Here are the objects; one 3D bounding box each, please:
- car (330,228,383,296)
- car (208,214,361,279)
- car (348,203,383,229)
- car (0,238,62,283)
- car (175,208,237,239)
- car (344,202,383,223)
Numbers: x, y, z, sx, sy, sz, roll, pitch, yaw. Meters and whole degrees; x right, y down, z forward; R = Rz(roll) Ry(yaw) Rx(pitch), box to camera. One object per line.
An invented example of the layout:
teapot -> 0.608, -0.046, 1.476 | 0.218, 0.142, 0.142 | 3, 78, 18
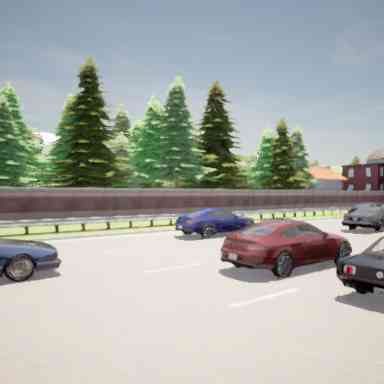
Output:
car -> 5.428, 1.629, 7.620 | 4.718, 1.301, 1.895 | 0, 0, -36
car -> 2.956, 1.552, 10.154 | 4.674, 1.442, 1.812 | 0, 0, -36
car -> 11.365, 1.616, 20.454 | 5.357, 1.411, 2.033 | 0, 0, -36
car -> -6.095, 1.546, 7.996 | 5.357, 1.411, 2.033 | 0, 0, -35
car -> 1.300, 1.562, 17.572 | 4.674, 1.442, 1.812 | 0, 0, -36
car -> 14.517, 1.615, 27.002 | 4.674, 1.442, 1.812 | 0, 0, -36
